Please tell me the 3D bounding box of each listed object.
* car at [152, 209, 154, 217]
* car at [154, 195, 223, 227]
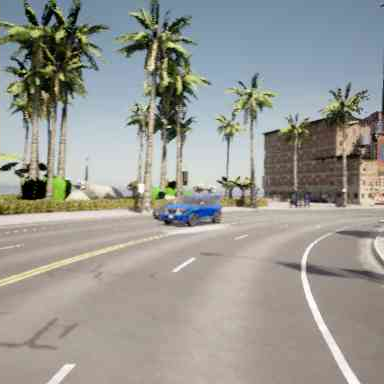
[{"bbox_3d":[-1.296,1.481,27.360,1.837,1.490,4.892,1,0,34],"label":"car"},{"bbox_3d":[0.152,1.233,23.183,2.150,2.045,5.566,1,0,33],"label":"car"}]
